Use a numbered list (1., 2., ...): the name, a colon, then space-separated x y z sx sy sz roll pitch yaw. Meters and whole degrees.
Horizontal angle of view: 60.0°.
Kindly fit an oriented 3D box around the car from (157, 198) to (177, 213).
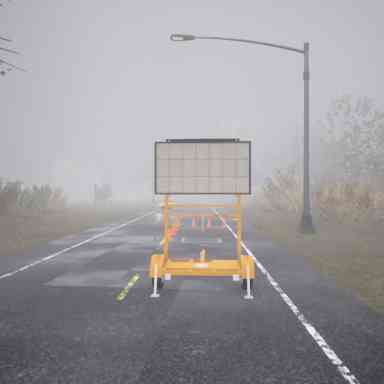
1. car: -2.690 1.462 36.857 1.882 1.535 5.008 0 0 1

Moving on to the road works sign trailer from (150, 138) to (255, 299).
1. road works sign trailer: 0.273 0.461 8.470 2.380 3.560 2.880 0 0 3
